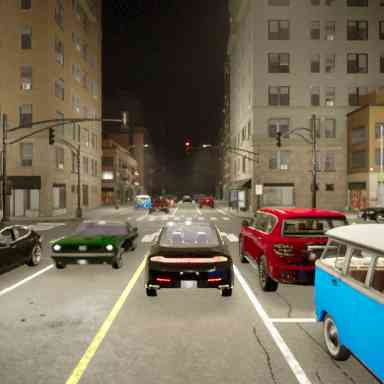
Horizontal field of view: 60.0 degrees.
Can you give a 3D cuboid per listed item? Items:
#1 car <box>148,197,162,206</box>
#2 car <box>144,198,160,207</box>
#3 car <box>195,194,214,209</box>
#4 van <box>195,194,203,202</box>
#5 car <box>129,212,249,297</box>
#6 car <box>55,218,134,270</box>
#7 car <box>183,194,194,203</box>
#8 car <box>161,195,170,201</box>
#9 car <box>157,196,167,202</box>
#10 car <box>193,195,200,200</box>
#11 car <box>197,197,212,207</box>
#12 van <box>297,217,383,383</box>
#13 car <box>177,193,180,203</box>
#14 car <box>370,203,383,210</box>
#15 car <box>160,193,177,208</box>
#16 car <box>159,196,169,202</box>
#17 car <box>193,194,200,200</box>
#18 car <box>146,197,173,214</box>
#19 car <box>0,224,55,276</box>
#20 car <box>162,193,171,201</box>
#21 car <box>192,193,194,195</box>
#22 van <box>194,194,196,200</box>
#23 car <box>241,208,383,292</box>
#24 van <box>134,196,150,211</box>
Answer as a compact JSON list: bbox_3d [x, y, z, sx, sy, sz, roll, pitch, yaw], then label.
[{"bbox_3d":[-6.264,1.537,56.919,1.887,1.381,4.507,0,0,-1],"label":"car"},{"bbox_3d":[-6.182,1.559,51.514,1.947,1.339,4.313,0,0,-1],"label":"car"},{"bbox_3d":[2.010,1.309,46.235,2.192,1.841,5.009,0,0,-1],"label":"car"},{"bbox_3d":[1.567,1.329,73.263,1.690,1.788,3.998,0,0,-1],"label":"van"},{"bbox_3d":[-0.060,1.491,8.570,2.128,1.511,4.902,0,0,0],"label":"car"},{"bbox_3d":[-3.006,1.600,11.254,1.895,1.301,4.718,0,0,-1],"label":"car"},{"bbox_3d":[-0.904,1.591,66.515,1.895,1.301,4.718,0,0,-1],"label":"car"},{"bbox_3d":[-6.675,1.551,83.947,1.947,1.339,4.313,0,0,-1],"label":"car"},{"bbox_3d":[-6.508,1.514,72.967,1.752,1.417,4.829,0,0,-1],"label":"car"},{"bbox_3d":[1.299,1.509,89.649,1.752,1.417,4.829,0,0,-1],"label":"car"},{"bbox_3d":[1.922,1.544,51.640,2.008,1.369,4.403,0,0,-1],"label":"car"},{"bbox_3d":[2.606,1.341,3.356,1.690,1.788,3.998,0,0,-1],"label":"van"},{"bbox_3d":[-3.794,1.537,68.436,2.033,1.411,5.357,0,0,-1],"label":"car"},{"bbox_3d":[14.525,1.418,23.929,4.902,1.511,2.128,0,0,-1],"label":"car"},{"bbox_3d":[-3.558,1.346,47.289,2.097,1.767,4.553,0,0,-1],"label":"car"},{"bbox_3d":[-6.593,1.538,78.542,2.008,1.369,4.403,0,0,-1],"label":"car"},{"bbox_3d":[1.213,1.423,94.884,1.967,1.590,4.097,0,0,-1],"label":"car"},{"bbox_3d":[-3.373,1.522,35.236,1.812,1.442,4.674,0,0,1],"label":"car"},{"bbox_3d":[-5.503,1.566,8.743,1.947,1.339,4.313,0,0,-1],"label":"car"},{"bbox_3d":[-6.757,1.299,89.353,2.192,1.841,5.009,0,0,-1],"label":"car"},{"bbox_3d":[1.656,1.305,67.857,2.192,1.841,5.009,0,0,-1],"label":"car"},{"bbox_3d":[1.745,1.332,62.451,1.690,1.788,3.998,0,0,-1],"label":"van"},{"bbox_3d":[2.521,1.315,8.867,2.192,1.841,5.009,0,0,-1],"label":"car"},{"bbox_3d":[-6.018,1.336,40.702,1.690,1.788,3.998,0,0,-1],"label":"van"}]
